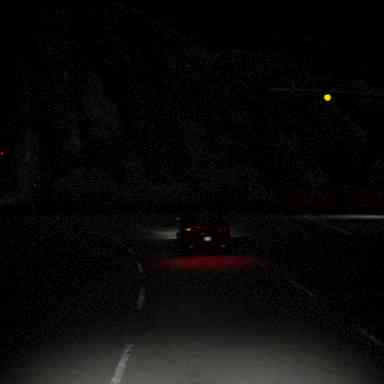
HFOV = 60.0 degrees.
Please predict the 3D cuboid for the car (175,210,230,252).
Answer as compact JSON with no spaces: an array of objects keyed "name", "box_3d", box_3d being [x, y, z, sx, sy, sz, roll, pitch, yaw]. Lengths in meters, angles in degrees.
[{"name":"car","box_3d":[0.345,1.513,14.283,1.882,1.535,5.008,0,0,-5]}]
